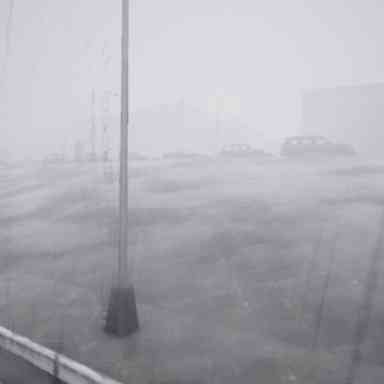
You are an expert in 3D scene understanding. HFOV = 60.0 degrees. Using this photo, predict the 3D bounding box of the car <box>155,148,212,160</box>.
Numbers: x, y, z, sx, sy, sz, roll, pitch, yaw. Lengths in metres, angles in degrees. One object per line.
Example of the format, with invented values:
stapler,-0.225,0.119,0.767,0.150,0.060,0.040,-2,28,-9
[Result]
car,-0.518,-3.278,30.719,4.892,1.521,2.231,1,1,27

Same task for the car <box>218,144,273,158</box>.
car,4.561,-3.307,28.272,4.553,1.767,2.185,1,1,26

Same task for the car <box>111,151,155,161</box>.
car,-5.348,-3.315,33.181,4.674,1.452,2.002,1,1,28

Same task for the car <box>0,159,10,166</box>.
car,-24.664,-3.622,44.350,4.674,1.452,2.002,1,1,33

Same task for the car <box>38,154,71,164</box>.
car,-15.202,-3.635,38.597,4.553,1.767,2.185,1,1,31

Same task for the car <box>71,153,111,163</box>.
car,-10.211,-3.401,35.792,4.792,1.488,2.163,1,1,29

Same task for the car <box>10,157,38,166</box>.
car,-19.954,-3.586,41.417,5.008,1.535,2.097,1,1,32

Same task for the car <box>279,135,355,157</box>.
car,9.660,-3.313,25.929,5.566,2.045,2.435,1,1,25
